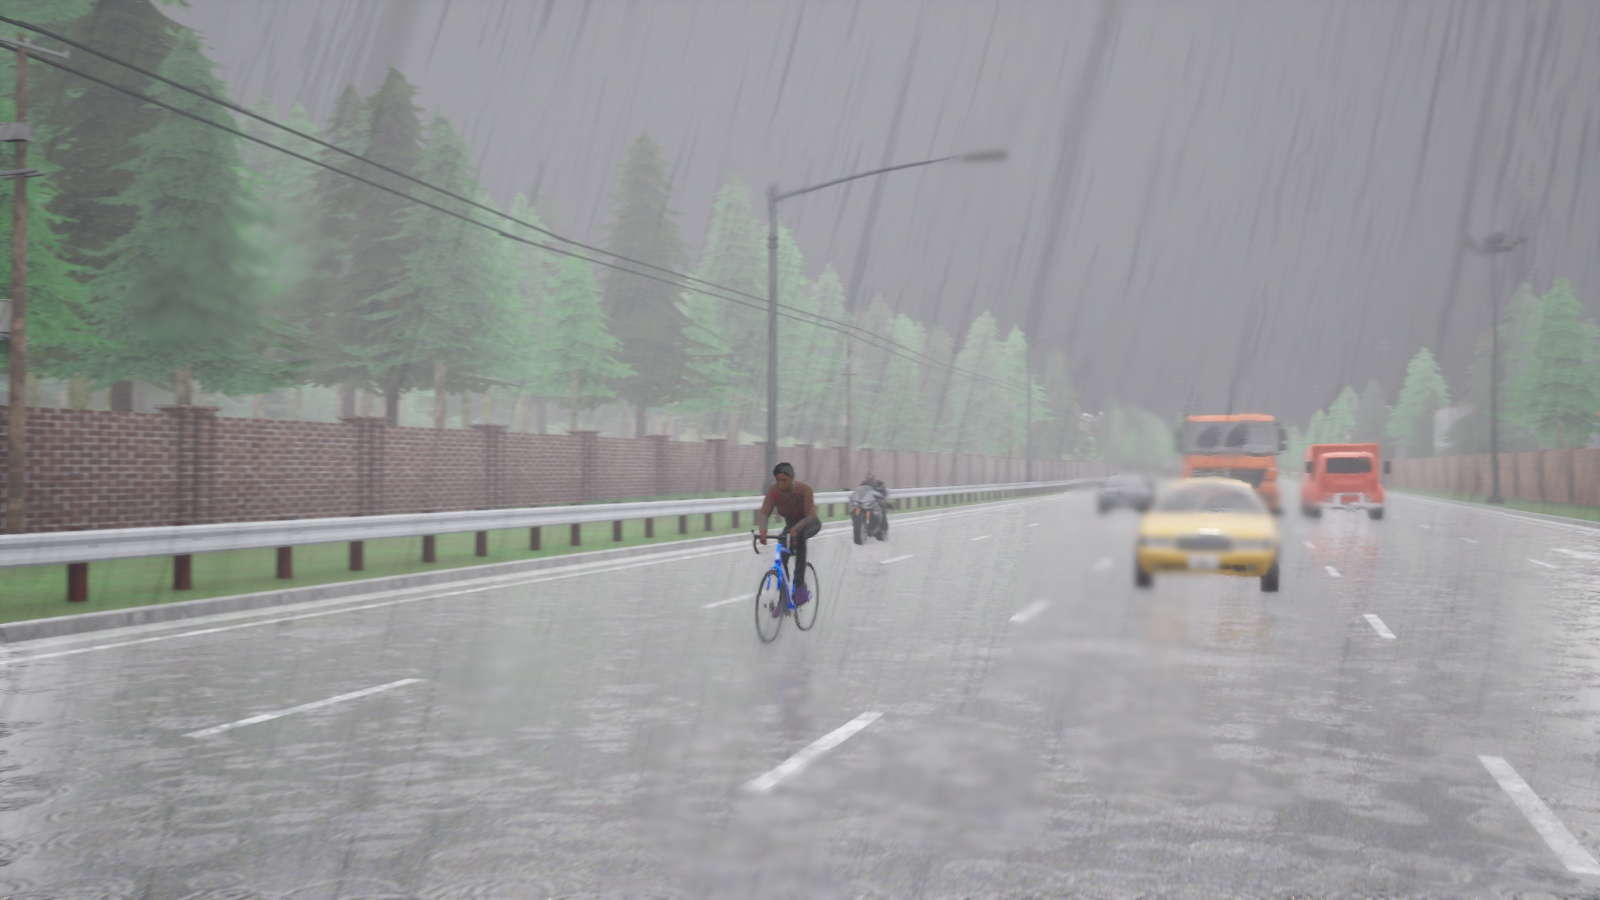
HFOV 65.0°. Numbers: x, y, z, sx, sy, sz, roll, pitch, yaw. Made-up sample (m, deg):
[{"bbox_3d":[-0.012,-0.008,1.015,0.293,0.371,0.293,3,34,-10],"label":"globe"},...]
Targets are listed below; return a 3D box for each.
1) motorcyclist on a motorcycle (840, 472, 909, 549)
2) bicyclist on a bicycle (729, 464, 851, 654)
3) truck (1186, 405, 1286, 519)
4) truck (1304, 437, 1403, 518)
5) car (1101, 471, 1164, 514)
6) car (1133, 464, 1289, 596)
[{"bbox_3d":[1.601,1.243,26.544,0.866,1.530,2.191,0,-1,20],"label":"motorcyclist on a motorcycle"},{"bbox_3d":[-0.064,0.941,11.625,0.582,1.620,1.656,0,-1,20],"label":"bicyclist on a bicycle"},{"bbox_3d":[14.797,0.426,42.510,2.891,3.462,7.936,0,-1,20],"label":"truck"},{"bbox_3d":[18.122,0.893,41.398,2.627,2.467,5.204,0,-1,20],"label":"truck"},{"bbox_3d":[11.842,1.474,44.539,1.812,1.442,4.674,0,-1,19],"label":"car"},{"bbox_3d":[5.908,1.002,17.865,1.801,1.575,5.366,0,-1,20],"label":"car"}]
